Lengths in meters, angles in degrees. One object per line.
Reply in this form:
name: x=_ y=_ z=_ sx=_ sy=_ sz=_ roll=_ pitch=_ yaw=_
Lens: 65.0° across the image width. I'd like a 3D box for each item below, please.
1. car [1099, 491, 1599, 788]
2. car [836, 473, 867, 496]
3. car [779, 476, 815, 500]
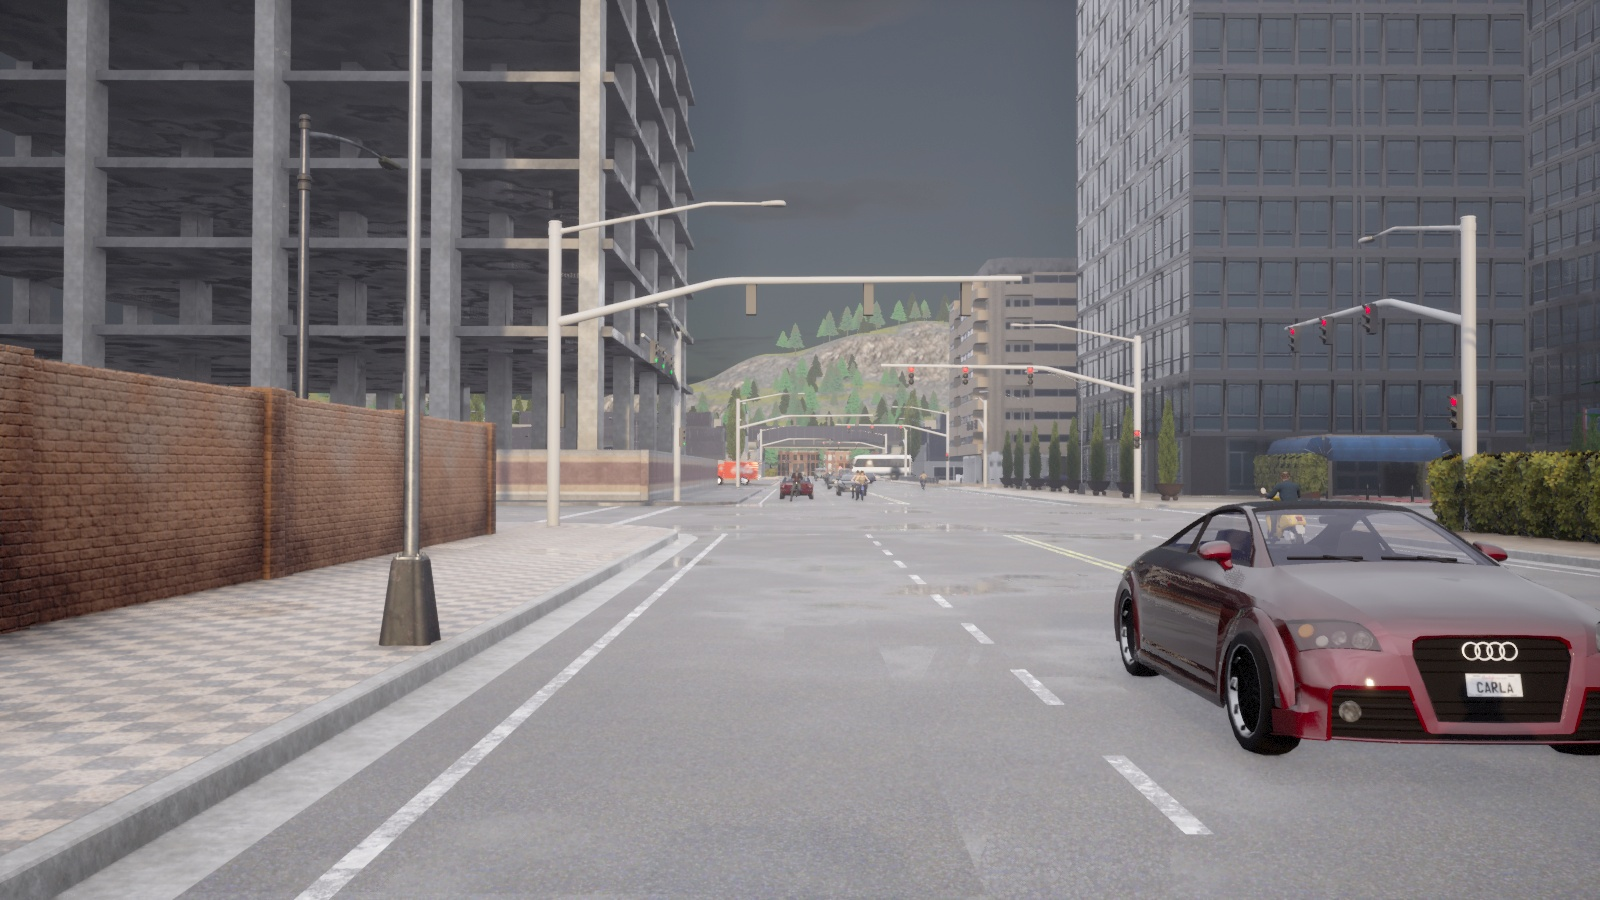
car: x=3.480 y=1.004 z=8.286 sx=1.994 sy=1.385 sz=4.181 roll=0 pitch=-1 yaw=0
car: x=3.309 y=2.183 z=80.926 sx=1.812 sy=1.442 sz=4.674 roll=0 pitch=-1 yaw=0
car: x=-0.164 y=2.091 z=70.149 sx=1.895 sy=1.301 sz=4.718 roll=0 pitch=-1 yaw=0
